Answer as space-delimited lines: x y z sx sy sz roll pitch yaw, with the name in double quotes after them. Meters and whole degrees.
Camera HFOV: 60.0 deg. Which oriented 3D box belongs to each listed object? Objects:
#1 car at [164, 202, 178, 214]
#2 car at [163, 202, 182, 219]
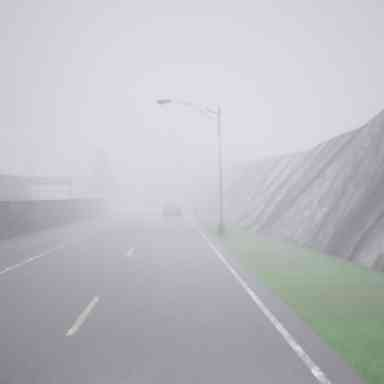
-2.981 2.197 47.313 1.812 1.442 4.674 -1 -1 -5 "car"
-2.094 2.100 35.397 1.895 1.301 4.718 -1 -1 -3 "car"
